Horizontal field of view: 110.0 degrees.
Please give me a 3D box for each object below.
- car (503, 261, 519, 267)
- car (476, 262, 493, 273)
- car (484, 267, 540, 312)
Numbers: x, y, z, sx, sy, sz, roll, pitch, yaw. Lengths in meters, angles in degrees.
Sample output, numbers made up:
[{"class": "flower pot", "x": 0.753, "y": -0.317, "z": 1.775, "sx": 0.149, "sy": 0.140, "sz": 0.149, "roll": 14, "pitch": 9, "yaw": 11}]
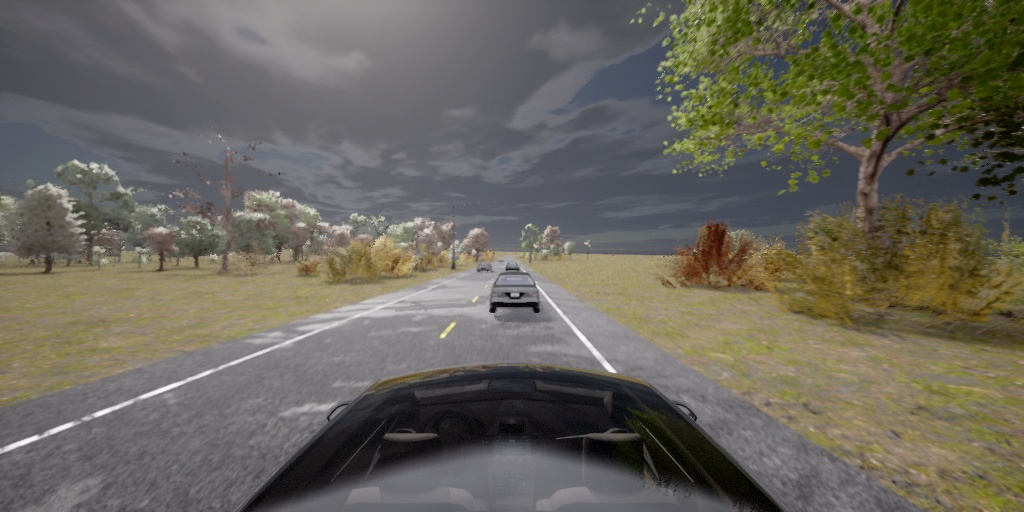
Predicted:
[{"class": "car", "x": 0.080, "y": 1.489, "z": 52.980, "sx": 1.994, "sy": 1.385, "sz": 4.181, "roll": 0, "pitch": 0, "yaw": 0}, {"class": "car", "x": -3.517, "y": 1.471, "z": 46.506, "sx": 1.994, "sy": 1.385, "sz": 4.181, "roll": 0, "pitch": 0, "yaw": 0}, {"class": "car", "x": 0.096, "y": 1.349, "z": 14.459, "sx": 2.033, "sy": 1.411, "sz": 5.357, "roll": 0, "pitch": 0, "yaw": 0}]
